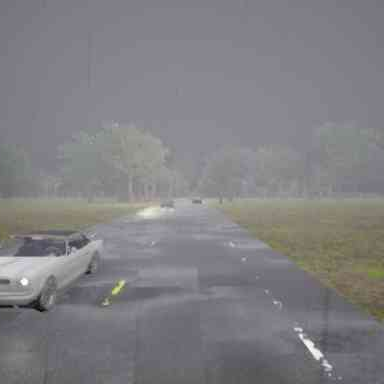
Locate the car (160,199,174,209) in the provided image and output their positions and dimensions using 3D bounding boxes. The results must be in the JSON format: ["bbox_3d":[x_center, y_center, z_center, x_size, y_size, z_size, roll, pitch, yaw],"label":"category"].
[{"bbox_3d":[-3.572,1.716,48.781,2.033,1.411,5.357,0,0,0],"label":"car"}]

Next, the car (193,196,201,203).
[{"bbox_3d":[1.060,1.768,76.127,1.837,1.490,4.892,0,0,0],"label":"car"}]

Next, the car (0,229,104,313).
[{"bbox_3d":[-3.598,1.629,7.854,1.895,1.301,4.718,0,0,0],"label":"car"}]

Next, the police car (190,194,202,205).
[{"bbox_3d":[1.059,1.653,66.234,1.930,1.638,5.238,0,0,0],"label":"police car"}]
